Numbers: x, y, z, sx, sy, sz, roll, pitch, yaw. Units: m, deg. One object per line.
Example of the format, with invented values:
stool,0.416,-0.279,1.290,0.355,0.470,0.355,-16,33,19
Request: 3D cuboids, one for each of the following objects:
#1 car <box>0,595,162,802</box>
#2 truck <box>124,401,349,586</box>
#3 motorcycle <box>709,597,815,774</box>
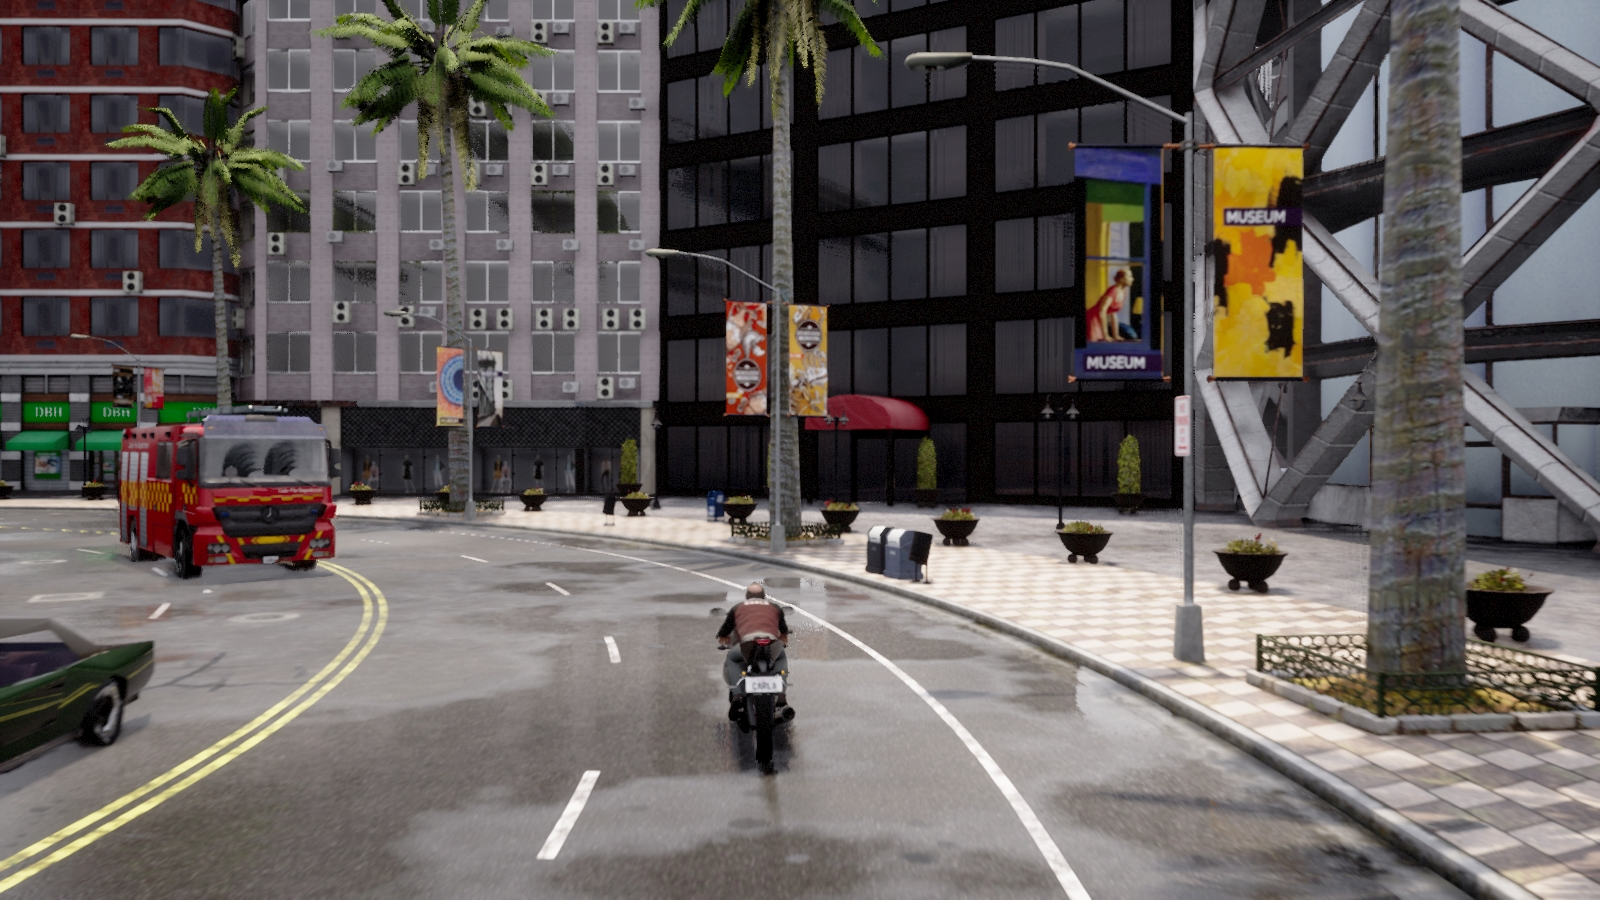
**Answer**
car,-7.353,2.156,9.435,1.895,1.301,4.718,0,0,-5
truck,-13.914,0.891,27.758,2.891,3.827,8.468,0,0,-40
motorcycle,-0.421,2.205,11.139,0.867,1.251,2.209,-1,0,-6
